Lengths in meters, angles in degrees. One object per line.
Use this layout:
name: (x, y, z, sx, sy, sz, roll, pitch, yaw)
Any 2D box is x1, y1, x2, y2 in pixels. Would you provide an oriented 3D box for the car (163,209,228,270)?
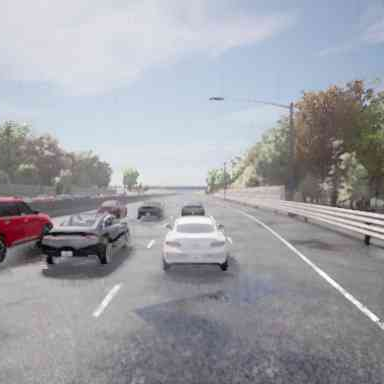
car: (0.094, 1.500, 10.826, 1.812, 1.442, 4.674, 0, 0, 0)

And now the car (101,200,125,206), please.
car: (-6.909, 1.467, 29.112, 1.812, 1.442, 4.674, 0, 0, 0)

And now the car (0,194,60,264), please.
car: (-6.905, 1.195, 11.636, 2.150, 2.045, 5.566, 0, 0, 0)

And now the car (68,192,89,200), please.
car: (-21.023, 1.121, 63.308, 2.150, 2.045, 5.566, 0, 0, 0)

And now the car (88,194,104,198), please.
car: (-17.526, 1.426, 63.004, 1.812, 1.442, 4.674, 0, 0, 0)

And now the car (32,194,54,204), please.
car: (-28.019, 1.252, 62.733, 2.097, 1.767, 4.553, 0, 0, 0)

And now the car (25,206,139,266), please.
car: (-3.405, 1.465, 11.483, 2.128, 1.511, 4.902, 0, 0, 0)

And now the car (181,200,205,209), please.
car: (0.091, 1.434, 28.075, 2.128, 1.511, 4.902, 0, 0, 0)

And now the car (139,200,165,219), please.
car: (-3.409, 1.448, 28.160, 1.837, 1.490, 4.892, 0, 0, 0)

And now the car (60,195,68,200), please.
car: (-24.523, 1.396, 62.853, 1.837, 1.490, 4.892, 0, 0, 0)
